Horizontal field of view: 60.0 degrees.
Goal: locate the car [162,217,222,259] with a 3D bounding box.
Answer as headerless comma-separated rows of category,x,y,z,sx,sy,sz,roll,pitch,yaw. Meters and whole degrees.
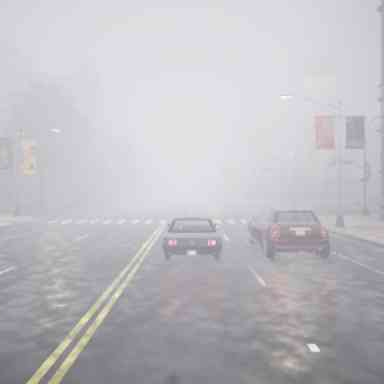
car,0.000,1.584,12.464,1.895,1.301,4.718,0,0,0

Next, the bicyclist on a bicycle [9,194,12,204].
bicyclist on a bicycle,-31.493,1.223,57.903,0.582,1.620,1.656,0,0,0

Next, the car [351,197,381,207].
car,27.157,1.479,50.370,5.357,1.411,2.033,0,0,0

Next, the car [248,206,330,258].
car,3.497,1.336,12.875,2.097,1.767,4.553,0,0,0
